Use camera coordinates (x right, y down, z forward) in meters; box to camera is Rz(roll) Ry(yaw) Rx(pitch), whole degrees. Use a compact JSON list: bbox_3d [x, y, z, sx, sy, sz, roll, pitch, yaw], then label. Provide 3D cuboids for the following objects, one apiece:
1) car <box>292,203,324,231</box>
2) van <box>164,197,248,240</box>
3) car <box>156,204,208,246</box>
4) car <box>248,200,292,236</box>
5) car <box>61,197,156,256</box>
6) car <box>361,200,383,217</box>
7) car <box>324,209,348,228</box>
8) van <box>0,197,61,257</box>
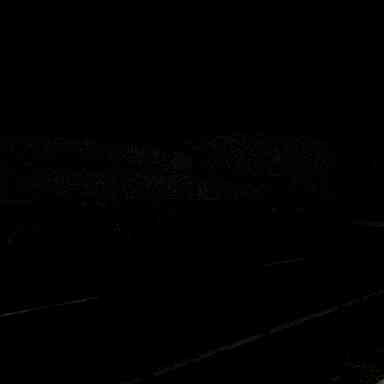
[{"bbox_3d":[5.217,1.509,20.298,4.674,1.452,2.002,-1,0,35],"label":"car"},{"bbox_3d":[0.256,1.254,16.907,4.442,1.987,1.878,-1,0,35],"label":"van"},{"bbox_3d":[-2.070,1.484,15.107,4.892,1.521,2.231,-1,0,35],"label":"car"},{"bbox_3d":[2.809,1.348,18.554,4.553,1.767,2.185,-1,0,35],"label":"car"},{"bbox_3d":[-4.480,1.236,13.372,5.566,2.045,2.435,-1,-1,35],"label":"car"},{"bbox_3d":[17.468,1.475,28.995,4.792,1.488,2.163,-1,-1,35],"label":"car"},{"bbox_3d":[7.688,1.494,22.031,4.792,1.488,2.163,-1,-1,35],"label":"car"},{"bbox_3d":[-6.837,1.265,11.591,4.442,1.987,1.878,-1,-1,35],"label":"van"}]
